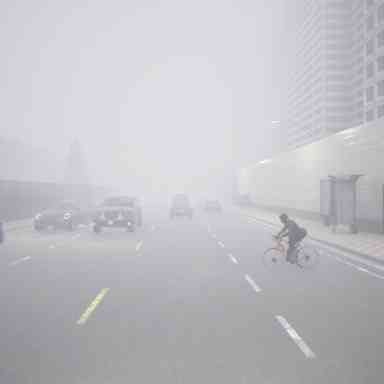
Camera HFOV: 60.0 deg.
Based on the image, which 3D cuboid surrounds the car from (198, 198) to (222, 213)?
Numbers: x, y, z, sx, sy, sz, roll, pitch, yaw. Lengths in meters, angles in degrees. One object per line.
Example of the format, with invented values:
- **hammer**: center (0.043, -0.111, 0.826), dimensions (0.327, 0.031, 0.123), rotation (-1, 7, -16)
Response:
- **car**: center (2.221, 1.491, 37.716), dimensions (2.128, 1.511, 4.902), rotation (0, 0, -2)

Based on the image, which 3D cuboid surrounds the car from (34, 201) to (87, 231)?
- **car**: center (-7.823, 1.352, 20.396), dimensions (2.097, 1.767, 4.553), rotation (0, 0, -2)

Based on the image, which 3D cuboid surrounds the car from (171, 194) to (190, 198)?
- **car**: center (-1.492, 1.221, 43.506), dimensions (2.150, 2.045, 5.566), rotation (0, 0, -4)

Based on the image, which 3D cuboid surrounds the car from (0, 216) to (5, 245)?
- **car**: center (-7.401, 1.222, 9.124), dimensions (2.150, 2.045, 5.566), rotation (0, 0, -2)

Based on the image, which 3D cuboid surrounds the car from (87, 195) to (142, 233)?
- **car**: center (-4.274, 1.222, 19.899), dimensions (2.150, 2.045, 5.566), rotation (0, 0, -2)

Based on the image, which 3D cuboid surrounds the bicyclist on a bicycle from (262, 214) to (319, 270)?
- **bicyclist on a bicycle**: center (2.820, 1.448, 9.567), dimensions (1.656, 1.620, 0.582), rotation (-2, 0, -2)

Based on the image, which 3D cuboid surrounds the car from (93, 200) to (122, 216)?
- **car**: center (-8.255, 1.564, 32.873), dimensions (1.994, 1.385, 4.181), rotation (0, 0, -2)

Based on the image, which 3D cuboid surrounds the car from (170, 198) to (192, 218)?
- **car**: center (-0.994, 1.564, 30.155), dimensions (1.994, 1.385, 4.181), rotation (0, 0, -2)

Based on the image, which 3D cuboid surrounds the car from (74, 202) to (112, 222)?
- **car**: center (-7.987, 1.564, 27.170), dimensions (1.994, 1.385, 4.181), rotation (0, 0, -2)
